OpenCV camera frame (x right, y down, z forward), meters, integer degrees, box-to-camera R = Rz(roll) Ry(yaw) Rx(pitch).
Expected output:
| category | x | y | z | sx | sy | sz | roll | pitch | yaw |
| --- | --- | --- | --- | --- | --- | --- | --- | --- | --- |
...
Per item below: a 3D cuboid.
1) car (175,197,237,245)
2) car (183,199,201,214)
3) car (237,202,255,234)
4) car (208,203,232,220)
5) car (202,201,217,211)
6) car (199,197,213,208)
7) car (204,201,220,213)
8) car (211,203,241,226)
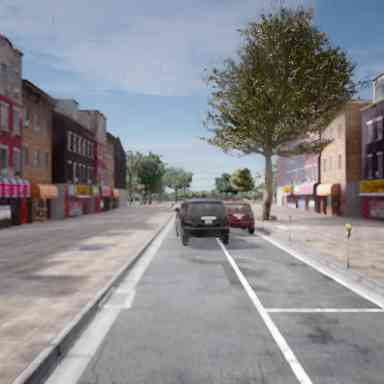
| category | x | y | z | sx | sy | sz | roll | pitch | yaw |
| --- | --- | --- | --- | --- | --- | --- | --- | --- | --- |
| car | 0.400 | 1.370 | 16.587 | 2.150 | 2.045 | 5.566 | 0 | -1 | -6 |
| car | -0.022 | 1.718 | 40.750 | 2.097 | 1.767 | 4.553 | 0 | -1 | 0 |
| car | 2.578 | 1.498 | 20.484 | 2.192 | 1.841 | 5.009 | 0 | -1 | 0 |
| car | 2.545 | 1.826 | 31.573 | 1.887 | 1.381 | 4.507 | 0 | -1 | 0 |
| car | 2.493 | 1.993 | 48.207 | 2.008 | 1.369 | 4.403 | 0 | -1 | 0 |
| car | 2.459 | 1.873 | 59.300 | 2.192 | 1.841 | 5.009 | 0 | -1 | 0 |
| car | 2.510 | 1.912 | 42.834 | 1.752 | 1.417 | 4.829 | 0 | -1 | 0 |
| car | 2.562 | 1.672 | 26.028 | 1.967 | 1.590 | 4.097 | 0 | -1 | 0 |
